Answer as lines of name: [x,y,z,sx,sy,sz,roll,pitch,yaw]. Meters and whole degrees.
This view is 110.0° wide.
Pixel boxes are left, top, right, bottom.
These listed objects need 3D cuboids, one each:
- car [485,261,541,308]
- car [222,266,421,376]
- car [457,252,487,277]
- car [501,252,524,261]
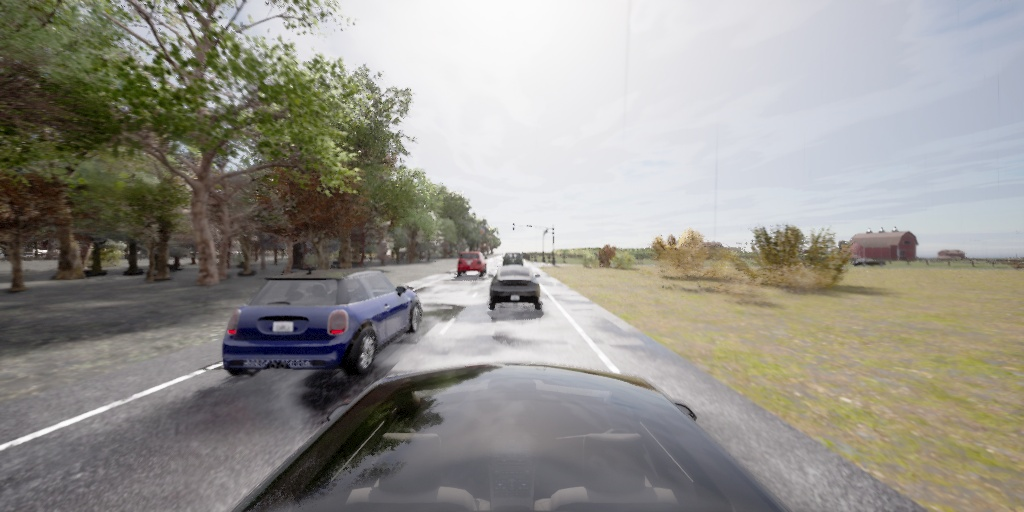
car: [0.099,1.119,14.257,1.837,1.490,4.892,0,0,0]
car: [-3.400,1.041,7.451,2.097,1.767,4.553,0,1,0]
car: [-3.404,0.650,31.085,2.150,2.045,5.566,0,1,0]
car: [0.096,0.584,37.096,2.150,2.045,5.566,0,1,0]
